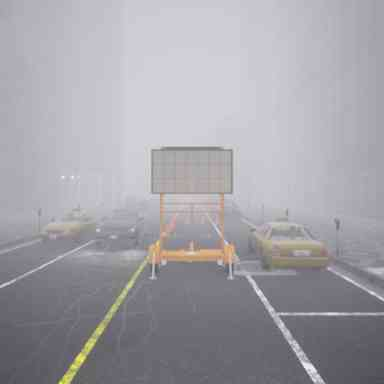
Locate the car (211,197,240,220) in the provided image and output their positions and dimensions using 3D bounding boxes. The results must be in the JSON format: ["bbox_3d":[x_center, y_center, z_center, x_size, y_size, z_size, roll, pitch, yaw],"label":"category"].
[{"bbox_3d":[2.859,1.428,27.567,1.967,1.590,4.097,0,0,0],"label":"car"}]

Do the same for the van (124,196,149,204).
[{"bbox_3d":[-5.665,1.331,33.221,1.690,1.788,3.998,0,0,0],"label":"van"}]

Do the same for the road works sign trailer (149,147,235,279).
[{"bbox_3d":[0.000,0.460,9.961,2.380,3.560,2.880,0,0,0],"label":"road works sign trailer"}]

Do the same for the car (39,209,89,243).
[{"bbox_3d":[-5.667,1.517,16.097,1.752,1.417,4.829,0,0,1],"label":"car"}]

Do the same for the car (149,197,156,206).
[{"bbox_3d":[-5.666,1.561,38.860,1.947,1.339,4.313,0,0,0],"label":"car"}]

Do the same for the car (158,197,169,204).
[{"bbox_3d":[-5.666,1.624,67.055,1.802,1.307,4.206,0,0,0],"label":"car"}]

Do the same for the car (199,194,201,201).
[{"bbox_3d":[2.859,1.472,61.404,1.967,1.590,4.097,0,0,0],"label":"car"}]

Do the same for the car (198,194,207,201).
[{"bbox_3d":[2.858,1.424,89.601,2.192,1.841,5.009,0,0,0],"label":"car"}]

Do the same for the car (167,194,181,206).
[{"bbox_3d":[-3.084,1.502,57.049,1.882,1.535,5.008,0,0,0],"label":"car"}]

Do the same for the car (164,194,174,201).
[{"bbox_3d":[-5.667,1.402,83.971,2.192,1.841,5.009,0,0,0],"label":"car"}]

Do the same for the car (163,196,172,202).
[{"bbox_3d":[-5.667,1.592,78.163,1.752,1.417,4.829,0,0,0],"label":"car"}]

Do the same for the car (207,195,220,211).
[{"bbox_3d":[2.859,1.430,33.206,1.967,1.590,4.097,0,0,0],"label":"car"}]

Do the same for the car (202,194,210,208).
[{"bbox_3d":[2.859,1.318,44.486,2.192,1.841,5.009,0,0,0],"label":"car"}]

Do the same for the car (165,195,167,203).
[{"bbox_3d":[-5.666,1.567,55.777,1.887,1.381,4.507,0,0,0],"label":"car"}]

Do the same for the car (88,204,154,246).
[{"bbox_3d":[-3.101,1.517,15.477,1.812,1.442,4.674,0,0,0],"label":"car"}]

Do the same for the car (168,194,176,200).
[{"bbox_3d":[-5.667,1.445,95.249,2.192,1.841,5.009,0,0,0],"label":"car"}]

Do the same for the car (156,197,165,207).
[{"bbox_3d":[-5.667,1.452,50.138,1.967,1.590,4.097,0,0,0],"label":"car"}]

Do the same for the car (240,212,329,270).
[{"bbox_3d":[2.866,1.519,10.851,1.752,1.417,4.829,0,0,1],"label":"car"}]
